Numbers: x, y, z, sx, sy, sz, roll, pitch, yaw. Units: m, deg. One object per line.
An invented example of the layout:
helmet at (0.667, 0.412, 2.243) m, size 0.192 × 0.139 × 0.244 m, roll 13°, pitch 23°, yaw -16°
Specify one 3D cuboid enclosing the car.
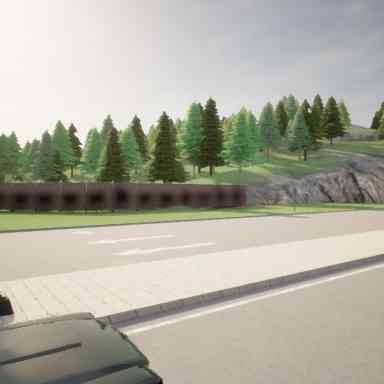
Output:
car at (-2.474, 1.601, 1.992) m, size 4.718 × 1.301 × 1.895 m, roll 0°, pitch 0°, yaw -35°
